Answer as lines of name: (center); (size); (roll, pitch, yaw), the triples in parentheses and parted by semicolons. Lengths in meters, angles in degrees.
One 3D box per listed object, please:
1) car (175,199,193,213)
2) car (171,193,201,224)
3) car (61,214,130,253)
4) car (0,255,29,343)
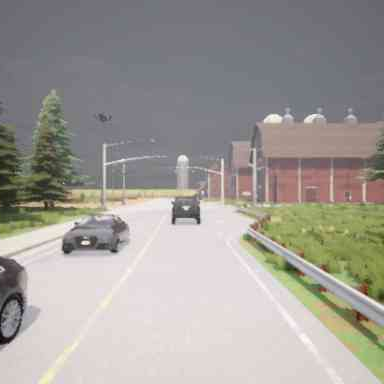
car: (-1.024, 1.660, 40.590); (2.033, 1.411, 5.357); (0, 0, -2)
car: (-0.475, 1.291, 25.881); (2.150, 2.045, 5.566); (0, 0, -2)
car: (-3.770, 1.601, 13.672); (1.994, 1.385, 4.181); (0, 0, -1)
car: (-3.633, 1.515, 3.660); (1.837, 1.490, 4.892); (0, 0, 0)
